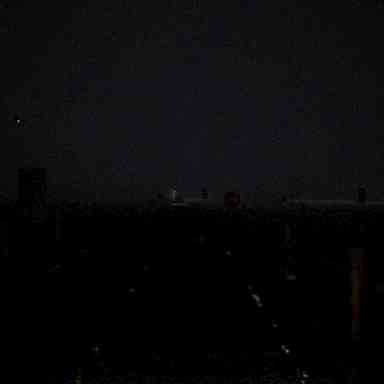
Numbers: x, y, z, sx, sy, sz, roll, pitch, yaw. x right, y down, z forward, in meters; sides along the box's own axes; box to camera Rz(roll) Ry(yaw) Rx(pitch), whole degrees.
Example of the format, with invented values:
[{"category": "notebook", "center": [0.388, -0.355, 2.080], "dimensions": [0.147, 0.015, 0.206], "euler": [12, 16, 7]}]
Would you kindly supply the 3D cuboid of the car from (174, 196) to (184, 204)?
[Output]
[{"category": "car", "center": [-2.763, 1.680, 72.991], "dimensions": [2.097, 1.767, 4.553], "euler": [0, 0, 0]}]
